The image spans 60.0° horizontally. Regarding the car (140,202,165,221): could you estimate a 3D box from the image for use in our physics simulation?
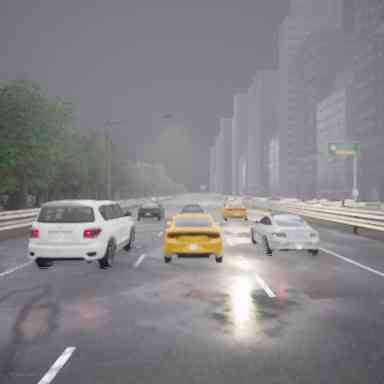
[{"bbox_3d":[-3.432,1.600,28.761,1.882,1.535,5.008,0,0,1],"label":"car"}]

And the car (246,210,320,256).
[{"bbox_3d":[3.558,1.577,13.278,1.812,1.442,4.674,0,0,0],"label":"car"}]

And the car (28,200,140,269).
[{"bbox_3d":[-3.457,1.268,11.498,2.150,2.045,5.566,0,0,1],"label":"car"}]

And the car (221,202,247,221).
[{"bbox_3d":[3.569,1.599,28.758,1.882,1.535,5.008,0,0,0],"label":"car"}]

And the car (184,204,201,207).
[{"bbox_3d":[0.038,1.655,25.440,2.033,1.411,5.357,0,0,1],"label":"car"}]

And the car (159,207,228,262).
[{"bbox_3d":[0.053,1.526,12.348,1.882,1.535,5.008,0,-1,0],"label":"car"}]
